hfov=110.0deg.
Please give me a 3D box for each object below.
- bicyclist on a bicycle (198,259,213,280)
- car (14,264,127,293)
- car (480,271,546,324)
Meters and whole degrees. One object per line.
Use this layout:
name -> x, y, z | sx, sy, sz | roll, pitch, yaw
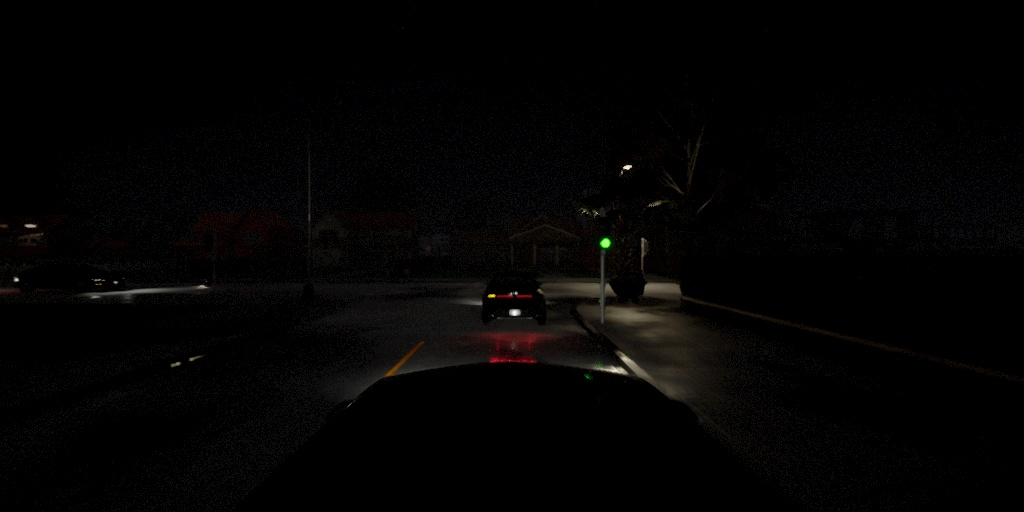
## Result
bicyclist on a bicycle -> -24.169, 1.051, 28.427 | 0.582, 1.620, 1.656 | 0, 0, 0
car -> -24.552, 1.222, 20.029 | 4.892, 1.490, 1.837 | 0, 0, 0
car -> 0.017, 1.237, 11.874 | 1.837, 1.490, 4.892 | 0, 0, -1
